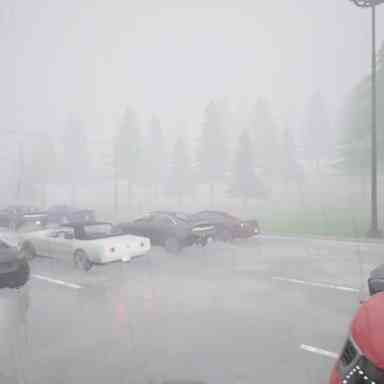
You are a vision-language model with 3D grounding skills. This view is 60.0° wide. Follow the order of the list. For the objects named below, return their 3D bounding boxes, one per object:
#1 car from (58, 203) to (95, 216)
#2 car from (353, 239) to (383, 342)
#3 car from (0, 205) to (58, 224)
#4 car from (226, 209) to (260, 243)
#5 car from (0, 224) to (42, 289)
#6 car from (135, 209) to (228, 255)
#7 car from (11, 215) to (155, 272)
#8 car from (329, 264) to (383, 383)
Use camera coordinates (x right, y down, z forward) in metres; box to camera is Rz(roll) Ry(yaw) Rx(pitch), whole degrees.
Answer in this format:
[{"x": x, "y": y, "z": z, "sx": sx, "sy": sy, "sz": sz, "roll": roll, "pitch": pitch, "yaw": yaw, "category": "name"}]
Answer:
[{"x": -8.884, "y": 1.544, "z": 23.233, "sx": 5.008, "sy": 1.535, "sz": 1.882, "roll": 0, "pitch": 0, "yaw": 36, "category": "car"}, {"x": 5.011, "y": 1.594, "z": 4.628, "sx": 4.718, "sy": 1.301, "sz": 1.895, "roll": 0, "pitch": 0, "yaw": 36, "category": "car"}, {"x": -10.684, "y": 1.557, "z": 20.213, "sx": 4.902, "sy": 1.511, "sz": 2.128, "roll": 0, "pitch": 0, "yaw": 36, "category": "car"}, {"x": 0.993, "y": 1.551, "z": 16.159, "sx": 4.674, "sy": 1.442, "sz": 1.812, "roll": 0, "pitch": 0, "yaw": 36, "category": "car"}, {"x": -5.818, "y": 1.595, "z": 8.110, "sx": 4.181, "sy": 1.385, "sz": 1.994, "roll": 0, "pitch": 0, "yaw": 36, "category": "car"}, {"x": -1.312, "y": 1.520, "z": 13.504, "sx": 4.902, "sy": 1.511, "sz": 2.128, "roll": 0, "pitch": 0, "yaw": 36, "category": "car"}, {"x": -3.705, "y": 1.631, "z": 10.912, "sx": 4.718, "sy": 1.301, "sz": 1.895, "roll": 0, "pitch": 0, "yaw": 36, "category": "car"}, {"x": 3.538, "y": 1.213, "z": 1.357, "sx": 5.566, "sy": 2.045, "sz": 2.150, "roll": 0, "pitch": 0, "yaw": 37, "category": "car"}]
